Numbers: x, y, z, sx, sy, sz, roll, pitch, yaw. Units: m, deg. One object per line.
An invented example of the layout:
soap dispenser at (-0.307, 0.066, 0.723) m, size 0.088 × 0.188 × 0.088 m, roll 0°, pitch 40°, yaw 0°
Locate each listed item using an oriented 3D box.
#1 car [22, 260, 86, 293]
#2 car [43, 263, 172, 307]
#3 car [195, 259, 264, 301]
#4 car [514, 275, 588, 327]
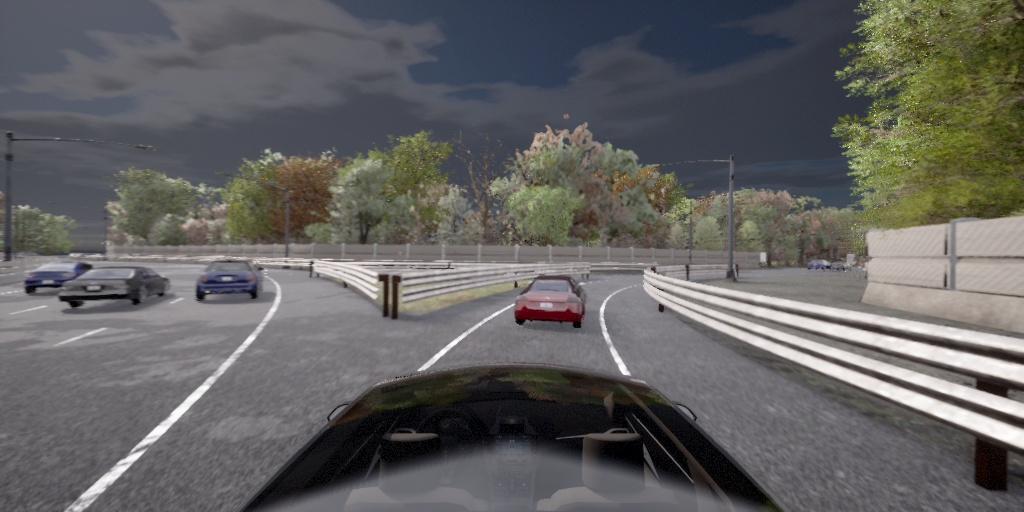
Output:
car at (-22.499, 1.004, 18.199) m, size 1.812 × 1.442 × 4.674 m, roll 1°, pitch 0°, yaw -36°
car at (-15.460, 1.109, 14.275) m, size 2.033 × 1.411 × 5.357 m, roll 1°, pitch 0°, yaw -32°
car at (-12.853, 0.940, 16.581) m, size 2.097 × 1.767 × 4.553 m, roll 1°, pitch 0°, yaw -32°
car at (1.406, 1.317, 11.748) m, size 1.994 × 1.385 × 4.181 m, roll 1°, pitch 0°, yaw 13°
